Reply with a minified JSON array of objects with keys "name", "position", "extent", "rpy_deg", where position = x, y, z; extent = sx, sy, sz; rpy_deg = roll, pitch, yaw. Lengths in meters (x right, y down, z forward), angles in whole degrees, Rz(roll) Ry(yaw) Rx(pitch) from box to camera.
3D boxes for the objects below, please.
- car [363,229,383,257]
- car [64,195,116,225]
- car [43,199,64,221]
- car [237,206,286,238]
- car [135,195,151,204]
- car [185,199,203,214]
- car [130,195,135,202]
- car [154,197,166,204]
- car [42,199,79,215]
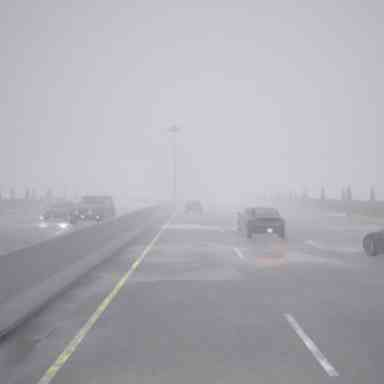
[{"name":"car","position":[7.096,1.539,10.074],"extent":[1.812,1.442,4.674],"rpy_deg":[0,0,0]},{"name":"car","position":[-7.098,1.255,24.392],"extent":[2.150,2.045,5.566],"rpy_deg":[0,0,0]},{"name":"car","position":[-10.581,1.539,27.520],"extent":[1.837,1.490,4.892],"rpy_deg":[0,0,0]},{"name":"car","position":[3.593,1.528,17.775],"extent":[1.837,1.490,4.892],"rpy_deg":[0,0,0]},{"name":"car","position":[-9.571,1.625,67.556],"extent":[2.033,1.411,5.357],"rpy_deg":[0,0,2]},{"name":"car","position":[0.208,1.538,36.710],"extent":[2.128,1.511,4.902],"rpy_deg":[0,0,1]},{"name":"car","position":[-12.840,1.499,75.719],"extent":[1.837,1.490,4.892],"rpy_deg":[0,0,2]},{"name":"car","position":[-6.158,1.642,64.850],"extent":[1.994,1.385,4.181],"rpy_deg":[0,0,2]},{"name":"car","position":[-14.003,1.523,35.776],"extent":[1.882,1.535,5.008],"rpy_deg":[0,0,1]}]
